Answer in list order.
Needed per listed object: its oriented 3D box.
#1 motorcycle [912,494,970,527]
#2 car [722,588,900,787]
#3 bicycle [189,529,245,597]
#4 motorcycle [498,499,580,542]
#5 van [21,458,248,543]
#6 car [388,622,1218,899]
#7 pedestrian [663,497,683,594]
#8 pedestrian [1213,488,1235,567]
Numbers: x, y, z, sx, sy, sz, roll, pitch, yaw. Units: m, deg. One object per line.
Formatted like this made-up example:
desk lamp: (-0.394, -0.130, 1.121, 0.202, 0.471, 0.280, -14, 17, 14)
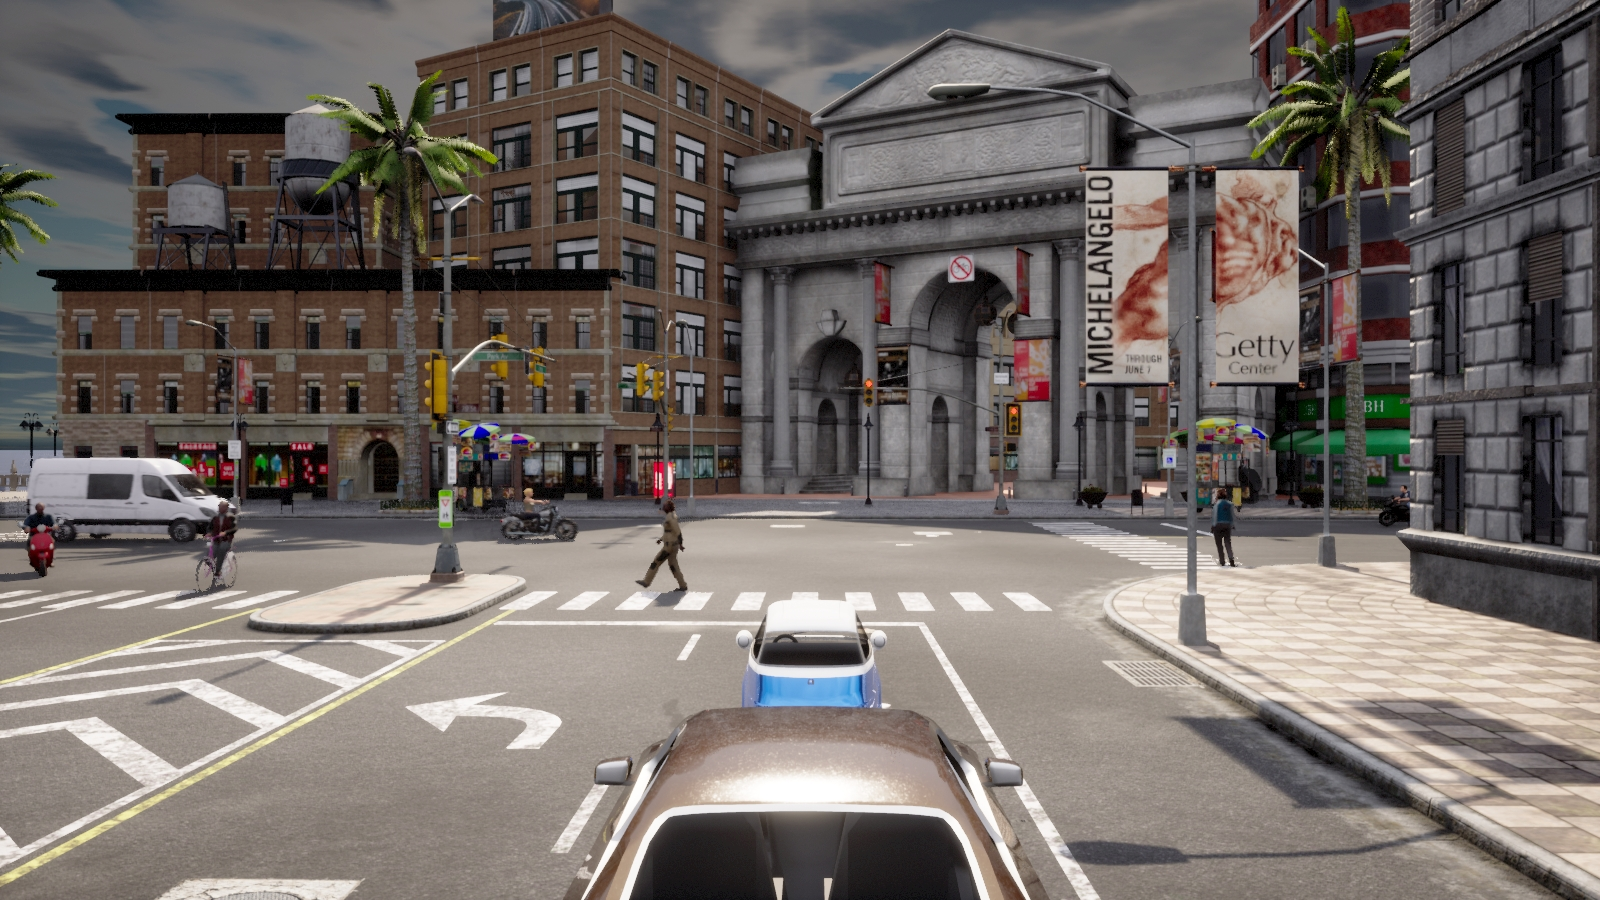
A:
motorcycle: (5.152, 2.213, 41.779, 2.033, 1.145, 0.803, 0, 0, 1)
car: (0.106, 2.120, 10.657, 1.481, 1.376, 2.207, 0, 0, 1)
bicycle: (-11.564, 2.210, 22.694, 0.329, 1.171, 1.835, 0, 0, -5)
motorcycle: (-8.030, 2.170, 35.248, 2.356, 1.277, 0.764, 0, 0, 1)
van: (-20.590, 1.534, 35.514, 5.915, 2.561, 1.988, 0, 0, 1)
car: (0.037, 1.992, 5.222, 2.152, 1.651, 5.027, 0, 0, 1)
pedestrian: (-2.472, 1.849, 22.237, 0.375, 1.860, 0.375, 0, 0, -3)
pedestrian: (10.134, 1.849, 27.289, 0.375, 1.860, 0.375, 0, 0, -4)
